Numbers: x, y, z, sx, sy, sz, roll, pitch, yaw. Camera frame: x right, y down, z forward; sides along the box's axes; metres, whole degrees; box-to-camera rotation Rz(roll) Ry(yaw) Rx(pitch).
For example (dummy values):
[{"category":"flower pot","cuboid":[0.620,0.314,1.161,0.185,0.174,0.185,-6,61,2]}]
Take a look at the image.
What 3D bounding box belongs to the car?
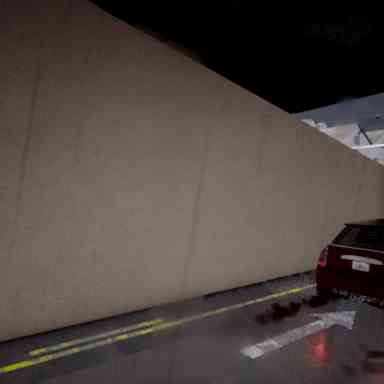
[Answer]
[{"category":"car","cuboid":[4.727,1.340,7.137,4.553,1.767,2.097,0,0,-35]}]
